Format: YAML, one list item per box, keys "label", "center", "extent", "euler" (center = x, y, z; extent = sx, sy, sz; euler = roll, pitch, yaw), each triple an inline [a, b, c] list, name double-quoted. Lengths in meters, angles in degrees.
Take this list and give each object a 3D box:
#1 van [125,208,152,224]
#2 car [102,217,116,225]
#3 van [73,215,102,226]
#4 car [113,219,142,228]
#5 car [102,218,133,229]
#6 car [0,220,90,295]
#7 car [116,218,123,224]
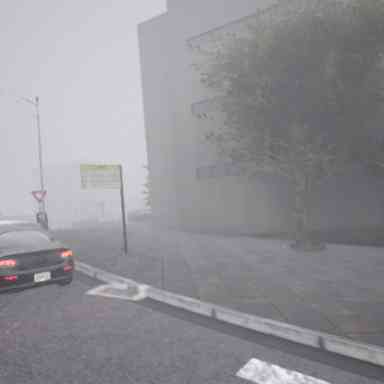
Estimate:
- label: "van"
  center: [-6.446, 3.301, 44.678]
  extent: [4.442, 1.987, 1.878]
  euler: [-6, -7, 24]
- label: "car"
  center: [-15.589, 5.170, 54.482]
  extent: [5.008, 1.535, 2.097]
  euler: [-6, -7, 24]
- label: "van"
  center: [-16.842, 4.744, 52.030]
  extent: [4.442, 1.987, 1.878]
  euler: [-6, -7, 24]
- label: "car"
  center: [-12.065, 5.914, 62.181]
  extent: [4.792, 1.488, 2.163]
  euler: [-6, -7, 24]
- label: "car"
  center: [-13.408, 5.666, 59.737]
  extent: [5.366, 1.575, 1.946]
  euler: [-6, -7, 24]
- label: "car"
  center: [-4.475, 1.413, 7.983]
  extent: [1.812, 1.442, 4.674]
  euler: [-1, 2, -45]
- label: "car"
  center: [-14.417, 5.274, 57.015]
  extent: [4.553, 1.767, 2.185]
  euler: [-6, -7, 24]
